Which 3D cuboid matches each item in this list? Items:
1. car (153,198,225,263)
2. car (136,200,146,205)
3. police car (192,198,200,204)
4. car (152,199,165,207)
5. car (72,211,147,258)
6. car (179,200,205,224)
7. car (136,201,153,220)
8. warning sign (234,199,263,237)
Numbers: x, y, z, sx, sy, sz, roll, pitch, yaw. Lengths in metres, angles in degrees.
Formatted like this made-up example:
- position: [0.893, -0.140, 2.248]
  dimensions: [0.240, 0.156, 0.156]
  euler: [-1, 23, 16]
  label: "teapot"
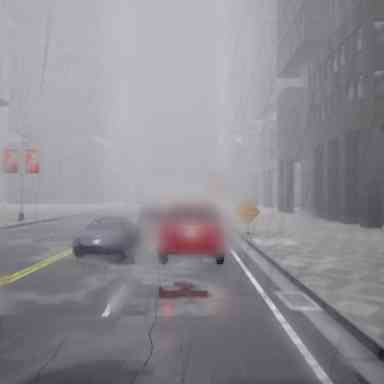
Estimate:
- position: [0.005, 1.350, 12.556]
  dimensions: [2.150, 2.045, 5.566]
  euler: [0, 0, 0]
  label: "car"
- position: [-9.799, 2.198, 65.325]
  dimensions: [1.994, 1.385, 4.181]
  euler: [0, -1, 0]
  label: "car"
- position: [1.089, 2.284, 87.039]
  dimensions: [1.930, 1.638, 5.238]
  euler: [0, -1, 0]
  label: "police car"
- position: [-6.547, 2.184, 65.324]
  dimensions: [2.033, 1.411, 5.357]
  euler: [0, -1, 0]
  label: "car"
- position: [-3.235, 1.699, 13.458]
  dimensions: [1.994, 1.385, 4.181]
  euler: [0, 0, 1]
  label: "car"
- position: [0.006, 1.632, 28.424]
  dimensions: [2.097, 1.767, 4.553]
  euler: [0, -1, 0]
  label: "car"
- position: [-3.244, 1.788, 28.503]
  dimensions: [1.837, 1.490, 4.892]
  euler: [0, 0, 0]
  label: "car"
- position: [2.837, 1.284, 16.936]
  dimensions: [1.300, 1.860, 1.060]
  euler: [0, -1, 0]
  label: "warning sign"
